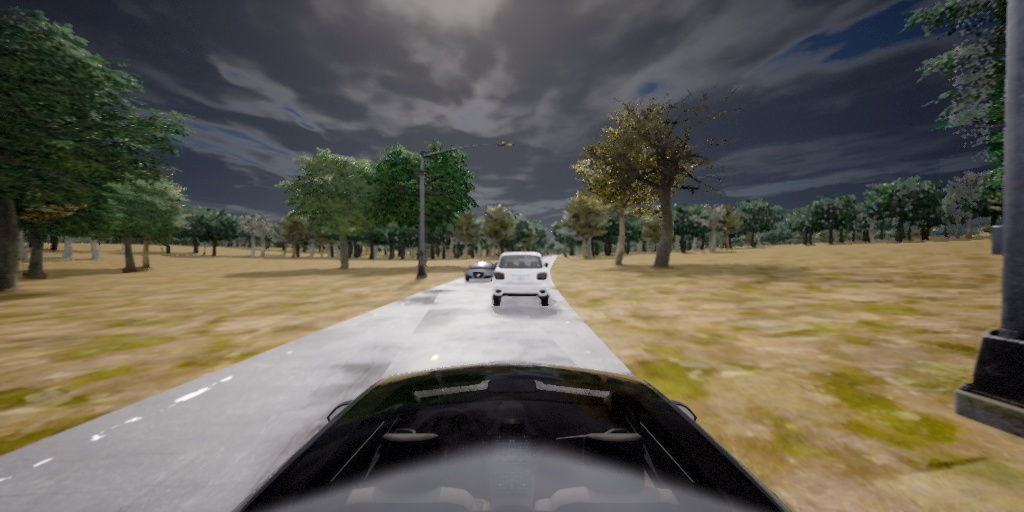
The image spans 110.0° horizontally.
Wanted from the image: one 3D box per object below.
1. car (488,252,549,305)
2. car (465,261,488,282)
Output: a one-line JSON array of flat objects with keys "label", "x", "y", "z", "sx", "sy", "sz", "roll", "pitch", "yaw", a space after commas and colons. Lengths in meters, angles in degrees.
[{"label": "car", "x": 0.410, "y": 0.855, "z": 15.431, "sx": 2.150, "sy": 2.045, "sz": 5.566, "roll": 0, "pitch": 1, "yaw": 2}, {"label": "car", "x": -2.137, "y": 1.081, "z": 26.073, "sx": 1.994, "sy": 1.385, "sz": 4.181, "roll": 0, "pitch": 1, "yaw": 4}]
